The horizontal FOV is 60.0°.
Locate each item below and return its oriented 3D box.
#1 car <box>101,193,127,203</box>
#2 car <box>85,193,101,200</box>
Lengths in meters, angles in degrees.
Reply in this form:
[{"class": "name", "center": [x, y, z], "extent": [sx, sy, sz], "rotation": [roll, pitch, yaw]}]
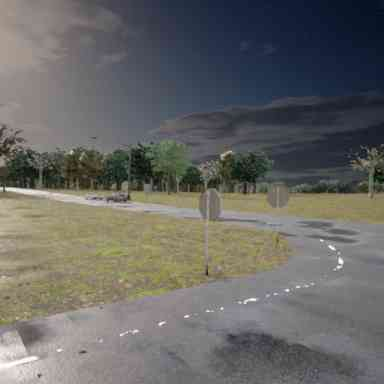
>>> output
[{"class": "car", "center": [-11.720, 0.847, 51.398], "extent": [2.128, 1.511, 4.902], "rotation": [2, 0, -35]}, {"class": "car", "center": [-17.536, 0.762, 59.572], "extent": [1.895, 1.301, 4.718], "rotation": [2, 0, -35]}]
